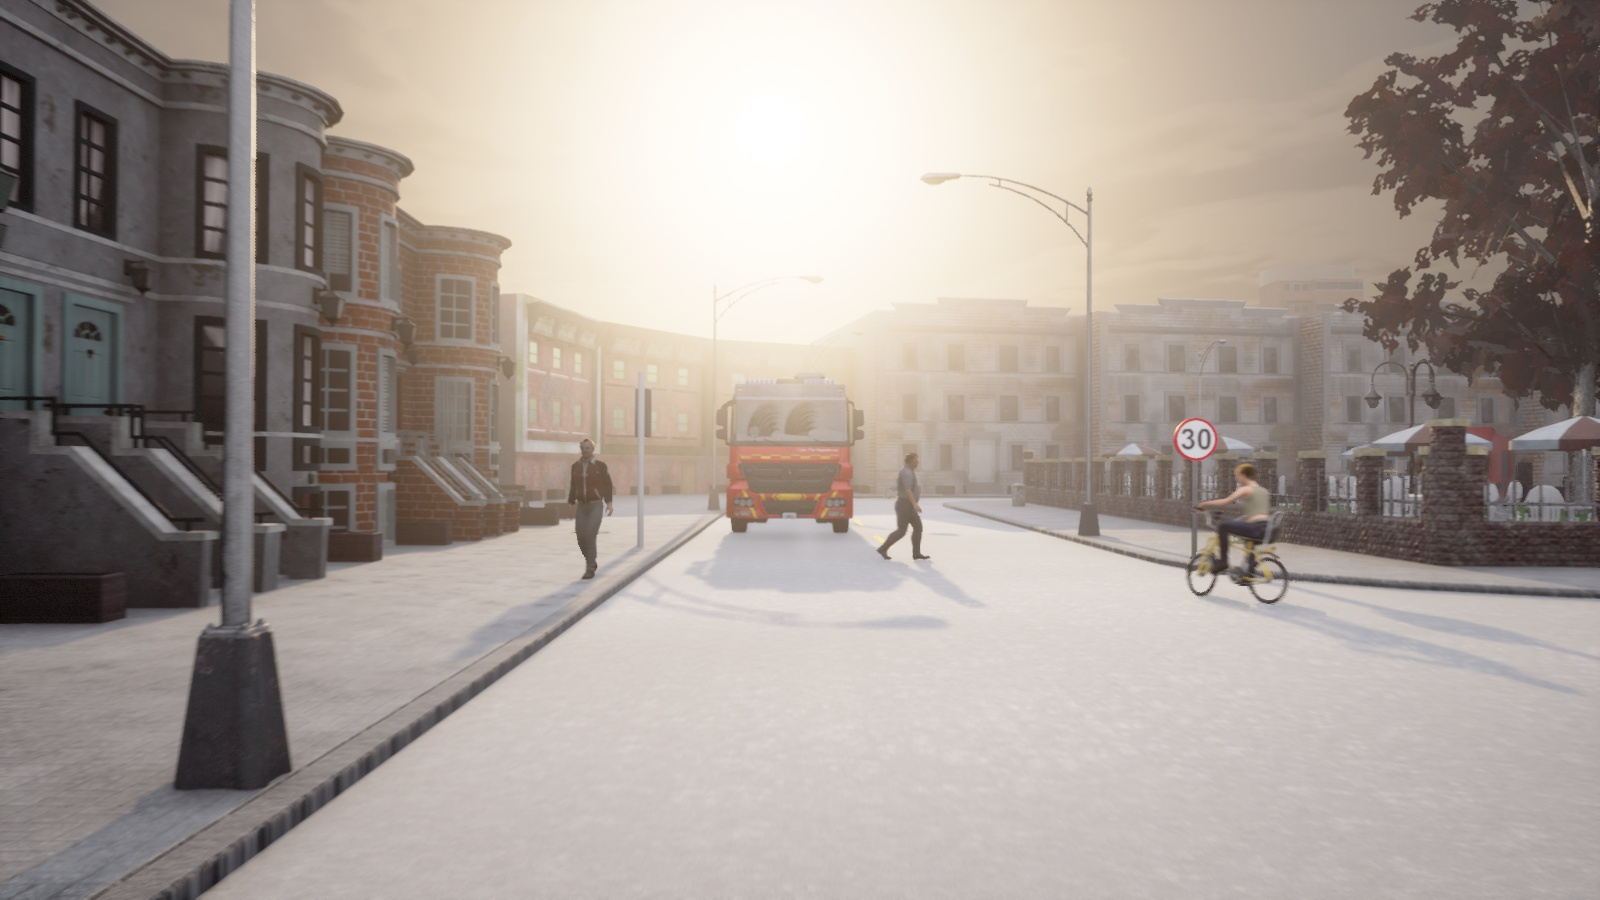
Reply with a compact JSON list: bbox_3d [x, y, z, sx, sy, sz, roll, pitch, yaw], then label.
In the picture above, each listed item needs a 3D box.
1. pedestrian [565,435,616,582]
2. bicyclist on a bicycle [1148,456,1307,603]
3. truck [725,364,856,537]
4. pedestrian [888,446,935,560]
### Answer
[{"bbox_3d":[-2.693,0.739,16.148,0.376,1.854,0.720,0,-1,15],"label":"pedestrian"},{"bbox_3d":[5.045,0.920,14.883,0.866,1.612,1.509,6,-4,-30],"label":"bicyclist on a bicycle"},{"bbox_3d":[-0.205,0.062,32.037,2.891,3.827,8.468,0,-1,0],"label":"truck"},{"bbox_3d":[1.851,0.867,20.791,0.694,1.848,0.540,0,-1,14],"label":"pedestrian"}]
